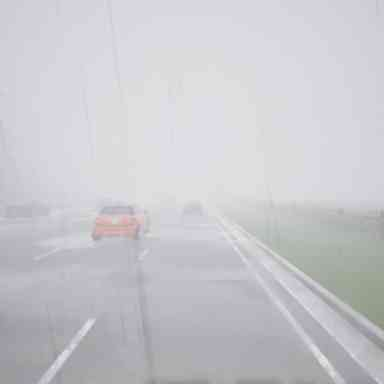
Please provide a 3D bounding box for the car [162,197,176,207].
[{"bbox_3d":[-3.406,1.520,50.115,1.837,1.490,4.892,0,0,0],"label":"car"}]

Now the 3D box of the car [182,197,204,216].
[{"bbox_3d":[0.097,1.536,32.293,1.812,1.442,4.674,0,0,0],"label":"car"}]

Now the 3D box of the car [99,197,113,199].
[{"bbox_3d":[-6.902,1.514,29.578,1.837,1.490,4.892,0,0,0],"label":"car"}]

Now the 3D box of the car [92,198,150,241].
[{"bbox_3d":[-3.403,1.357,16.736,2.097,1.767,4.553,0,0,0],"label":"car"}]

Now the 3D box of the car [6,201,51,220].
[{"bbox_3d":[-13.903,1.486,28.539,1.882,1.535,5.008,0,0,0],"label":"car"}]
